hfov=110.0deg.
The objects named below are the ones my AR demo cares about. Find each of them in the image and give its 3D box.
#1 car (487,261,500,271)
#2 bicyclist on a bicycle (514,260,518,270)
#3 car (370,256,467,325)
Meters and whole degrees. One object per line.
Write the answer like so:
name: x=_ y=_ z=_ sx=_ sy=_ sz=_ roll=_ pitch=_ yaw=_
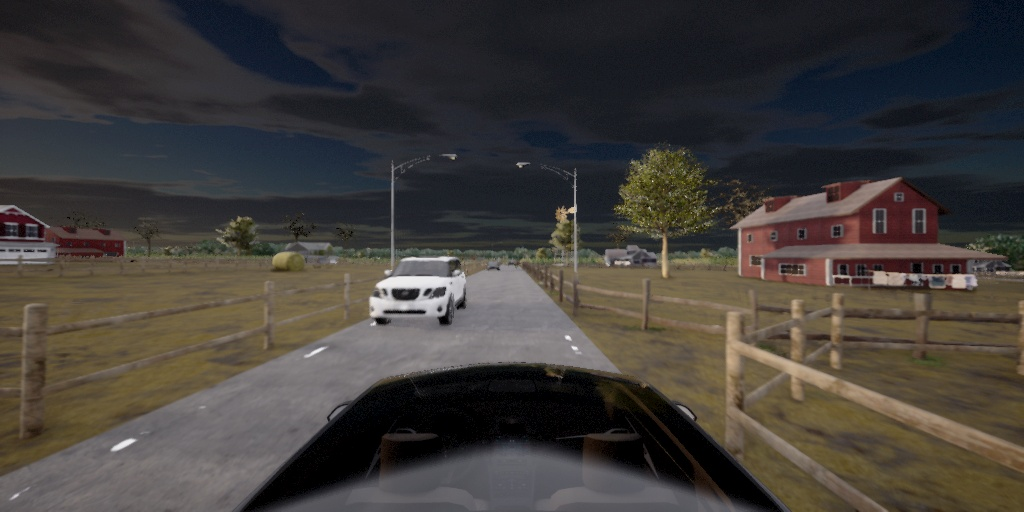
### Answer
car: x=-2.810 y=1.511 z=54.514 sx=1.837 sy=1.490 sz=4.892 roll=0 pitch=0 yaw=1
bicyclist on a bicycle: x=0.750 y=1.495 z=59.389 sx=0.582 sy=1.620 sz=1.656 roll=0 pitch=-1 yaw=0
car: x=-2.852 y=1.004 z=12.237 sx=2.150 sy=2.045 sz=5.566 roll=0 pitch=0 yaw=0
